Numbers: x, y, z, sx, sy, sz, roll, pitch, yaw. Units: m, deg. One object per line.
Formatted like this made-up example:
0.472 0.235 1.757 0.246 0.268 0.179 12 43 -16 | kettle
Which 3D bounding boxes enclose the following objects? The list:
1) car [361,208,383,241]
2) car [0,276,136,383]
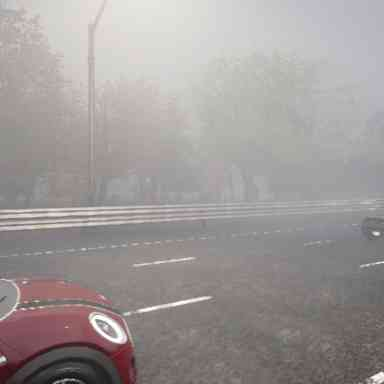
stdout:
9.336 1.376 14.363 4.892 1.490 1.837 0 1 -31 | car
-2.828 1.329 2.934 4.553 1.767 2.097 0 1 -31 | car
